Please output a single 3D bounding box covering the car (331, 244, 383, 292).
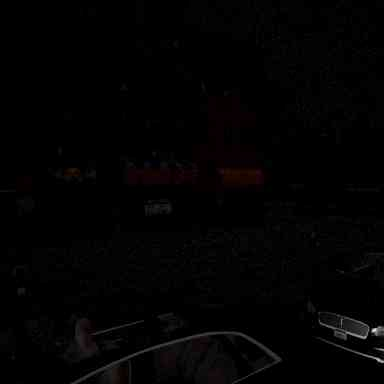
[{"bbox_3d":[3.628,1.548,5.430,4.403,1.369,2.008,0,-2,-36],"label":"car"}]

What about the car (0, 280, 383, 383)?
[{"bbox_3d":[-0.805,1.550,2.261,4.403,1.369,2.008,0,-2,-36],"label":"car"}]
